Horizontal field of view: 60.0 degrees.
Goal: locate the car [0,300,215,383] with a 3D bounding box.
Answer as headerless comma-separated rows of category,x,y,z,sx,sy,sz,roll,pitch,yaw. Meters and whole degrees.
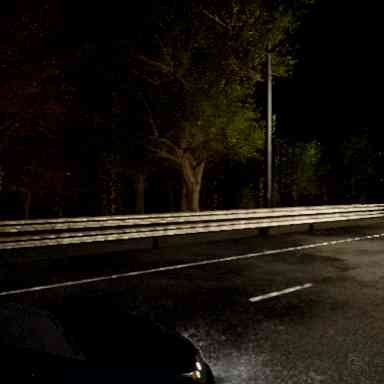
car,-1.815,1.564,2.451,4.181,1.385,1.994,0,0,-36
